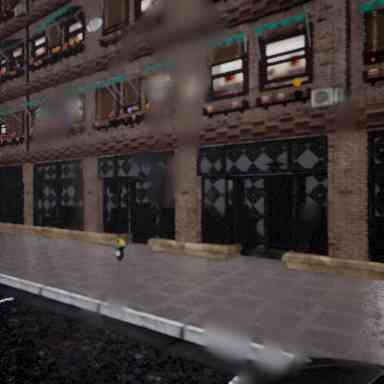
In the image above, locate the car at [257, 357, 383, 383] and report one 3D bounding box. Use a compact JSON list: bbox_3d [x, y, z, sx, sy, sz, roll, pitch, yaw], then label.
[{"bbox_3d":[2.080,1.556,1.384,4.313,1.339,1.947,-1,0,35],"label":"car"}]
